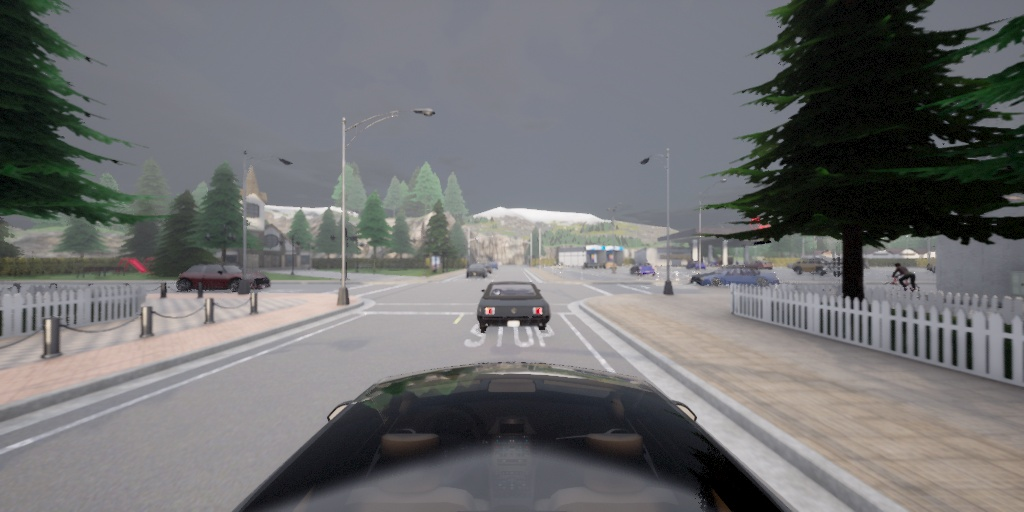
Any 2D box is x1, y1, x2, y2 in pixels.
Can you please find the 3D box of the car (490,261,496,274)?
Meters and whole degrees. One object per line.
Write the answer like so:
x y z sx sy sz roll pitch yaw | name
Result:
-3.612 1.661 47.985 2.033 1.411 5.357 0 0 0 | car

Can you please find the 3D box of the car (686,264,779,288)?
15.344 1.465 24.892 5.357 1.411 2.033 0 0 1 | car

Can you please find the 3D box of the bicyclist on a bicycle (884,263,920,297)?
18.863 1.160 17.377 0.582 1.620 1.656 0 -1 1 | bicyclist on a bicycle

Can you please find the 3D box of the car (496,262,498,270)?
-3.554 1.725 65.035 1.882 1.535 5.008 0 -1 1 | car

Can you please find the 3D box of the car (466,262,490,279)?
-3.608 1.507 37.227 1.882 1.535 5.008 0 0 0 | car

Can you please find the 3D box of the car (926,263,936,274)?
32.346 1.409 24.722 4.902 1.511 2.128 0 0 1 | car

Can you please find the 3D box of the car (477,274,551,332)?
-0.033 1.426 11.196 1.895 1.301 4.718 0 0 -2 | car

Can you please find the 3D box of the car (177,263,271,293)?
-17.120 1.241 21.504 4.553 1.767 2.097 0 0 1 | car
